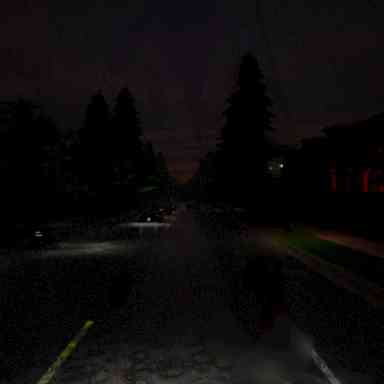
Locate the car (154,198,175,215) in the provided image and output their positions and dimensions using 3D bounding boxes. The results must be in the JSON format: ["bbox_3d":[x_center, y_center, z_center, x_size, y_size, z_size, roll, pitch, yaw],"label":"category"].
[{"bbox_3d":[-3.595,1.730,40.495,2.150,2.045,5.566,0,-1,0],"label":"car"}]

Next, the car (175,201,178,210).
[{"bbox_3d":[-3.579,1.990,50.791,2.097,1.767,4.553,0,-1,0],"label":"car"}]

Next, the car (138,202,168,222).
[{"bbox_3d":[-3.600,1.929,30.327,2.033,1.411,5.357,0,-1,0],"label":"car"}]

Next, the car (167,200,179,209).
[{"bbox_3d":[-3.546,2.334,62.655,2.033,1.411,5.357,0,-1,1],"label":"car"}]

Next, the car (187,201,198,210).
[{"bbox_3d":[0.099,2.167,54.935,1.882,1.535,5.008,0,-1,0],"label":"car"}]

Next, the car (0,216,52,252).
[{"bbox_3d":[-8.560,1.671,13.942,5.008,1.535,1.882,0,0,-11],"label":"car"}]
